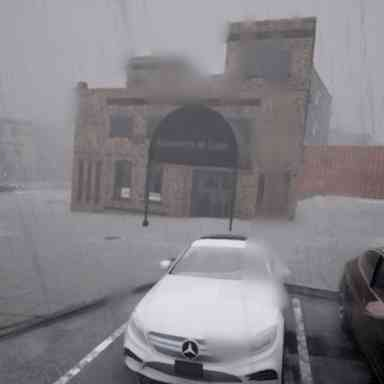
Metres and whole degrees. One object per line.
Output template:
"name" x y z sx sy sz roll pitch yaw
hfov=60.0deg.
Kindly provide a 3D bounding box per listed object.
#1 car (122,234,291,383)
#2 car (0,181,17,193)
"car" 0.574 1.490 5.504 2.002 1.452 4.674 1 0 15
"car" -22.902 -0.596 39.183 1.812 1.442 4.674 5 4 17
